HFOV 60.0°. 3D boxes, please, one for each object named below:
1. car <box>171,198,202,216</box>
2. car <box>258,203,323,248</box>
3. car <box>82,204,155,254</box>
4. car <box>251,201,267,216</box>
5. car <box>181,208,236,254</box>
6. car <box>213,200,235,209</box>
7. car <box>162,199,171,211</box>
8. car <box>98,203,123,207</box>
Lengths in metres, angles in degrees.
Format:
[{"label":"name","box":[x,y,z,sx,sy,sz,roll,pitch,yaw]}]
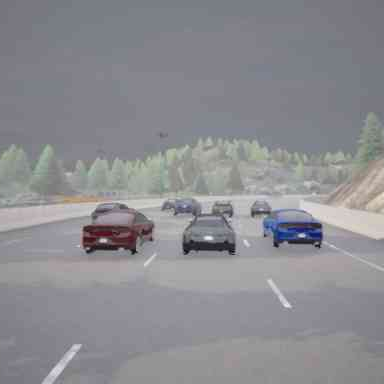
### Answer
[{"label":"car","box":[-0.315,1.362,32.748,2.097,1.767,4.553,0,0,10]},{"label":"car","box":[4.355,1.490,15.022,1.882,1.535,5.008,0,0,5]},{"label":"car","box":[-2.786,1.477,13.619,1.882,1.535,5.008,0,0,4]},{"label":"car","box":[6.816,1.587,32.863,1.994,1.385,4.181,0,0,10]},{"label":"car","box":[0.733,1.570,13.553,1.994,1.385,4.181,0,0,4]},{"label":"car","box":[2.994,1.507,31.443,2.128,1.511,4.902,0,0,10]},{"label":"car","box":[-2.300,1.534,40.655,1.812,1.442,4.674,0,0,12]},{"label":"car","box":[-5.334,1.502,23.099,1.837,1.490,4.892,0,0,7]}]
